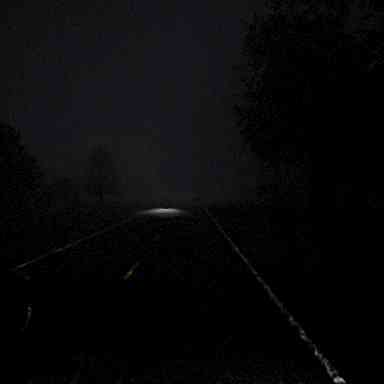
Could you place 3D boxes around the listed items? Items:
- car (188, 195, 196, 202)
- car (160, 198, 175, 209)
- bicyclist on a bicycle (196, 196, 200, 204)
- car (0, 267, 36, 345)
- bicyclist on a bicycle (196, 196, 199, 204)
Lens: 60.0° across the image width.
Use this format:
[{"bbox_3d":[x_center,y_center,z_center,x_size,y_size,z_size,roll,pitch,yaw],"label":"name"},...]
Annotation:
[{"bbox_3d":[0.138,1.588,80.196,2.033,1.411,5.357,0,0,0],"label":"car"},{"bbox_3d":[-3.491,1.573,48.217,2.128,1.511,4.902,0,0,0],"label":"car"},{"bbox_3d":[1.063,1.546,57.502,0.582,1.620,1.656,0,-1,0],"label":"bicyclist on a bicycle"},{"bbox_3d":[-3.592,1.572,3.857,1.994,1.385,4.181,0,0,0],"label":"car"},{"bbox_3d":[1.078,1.557,66.458,0.582,1.620,1.656,0,-1,0],"label":"bicyclist on a bicycle"}]
